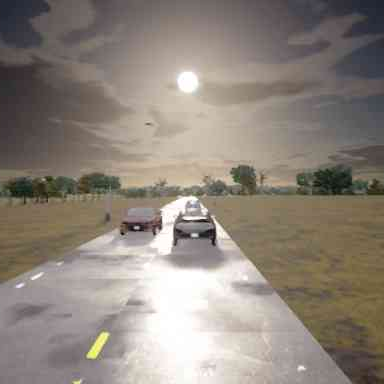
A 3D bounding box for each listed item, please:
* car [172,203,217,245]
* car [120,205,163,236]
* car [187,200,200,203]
[{"bbox_3d":[0.108,1.493,15.575,2.128,1.511,4.902,0,0,0],"label":"car"},{"bbox_3d":[-2.740,1.487,18.915,1.882,1.535,5.008,0,0,0],"label":"car"},{"bbox_3d":[0.117,1.588,37.114,2.033,1.411,5.357,0,0,0],"label":"car"}]
